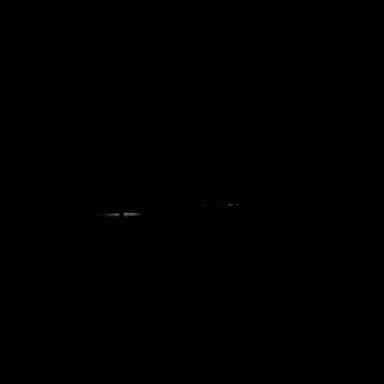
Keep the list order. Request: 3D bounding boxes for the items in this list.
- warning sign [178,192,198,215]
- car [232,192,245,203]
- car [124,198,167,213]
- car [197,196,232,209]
[{"bbox_3d":[-0.335,0.946,27.673,1.300,1.860,1.060,0,0,31],"label":"warning sign"},{"bbox_3d":[8.456,0.817,55.299,2.150,2.045,5.566,0,0,33],"label":"car"},{"bbox_3d":[-4.668,1.336,34.316,2.033,1.411,5.357,0,1,31],"label":"car"},{"bbox_3d":[2.485,1.217,38.950,1.882,1.535,5.008,0,1,32],"label":"car"}]
